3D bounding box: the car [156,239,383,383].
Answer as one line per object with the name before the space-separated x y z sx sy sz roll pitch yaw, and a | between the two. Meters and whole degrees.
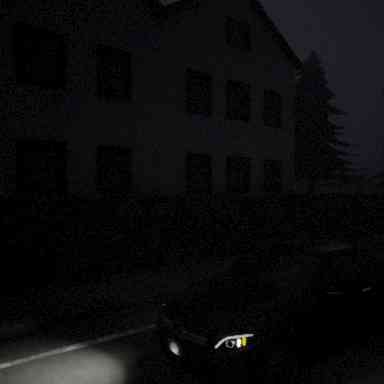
car | 1.702 1.523 5.167 4.674 1.442 1.812 0 0 -35
